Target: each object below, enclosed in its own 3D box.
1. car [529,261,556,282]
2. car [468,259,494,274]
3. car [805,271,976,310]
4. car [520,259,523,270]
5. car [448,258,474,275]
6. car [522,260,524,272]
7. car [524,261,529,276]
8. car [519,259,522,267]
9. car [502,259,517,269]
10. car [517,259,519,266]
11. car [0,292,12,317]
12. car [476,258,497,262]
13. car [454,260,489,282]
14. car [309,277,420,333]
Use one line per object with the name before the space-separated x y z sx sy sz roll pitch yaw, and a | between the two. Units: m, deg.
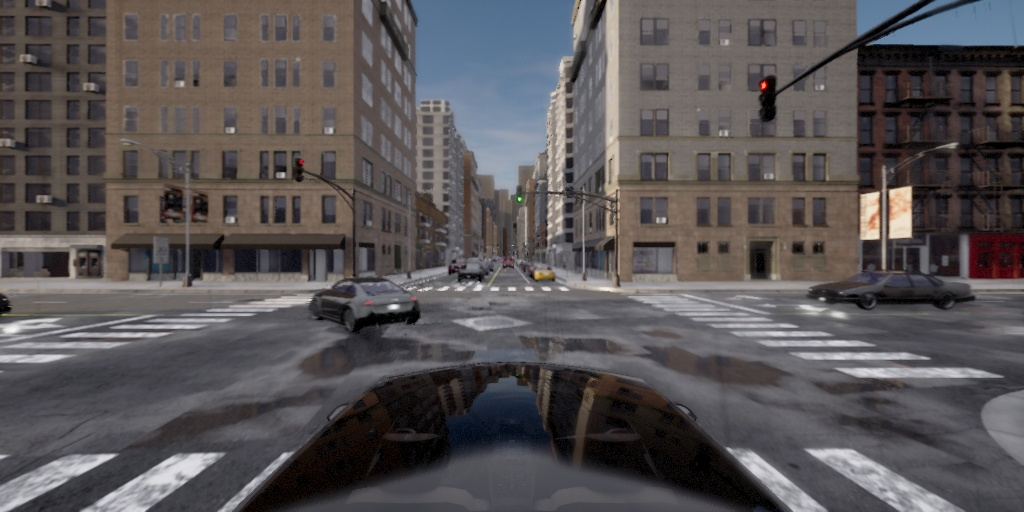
car | 2.648 1.363 30.354 1.751 1.417 4.829 0 0 -1
car | -3.427 1.355 39.530 2.128 1.511 4.902 0 0 -1
car | 15.056 1.333 14.389 5.357 1.411 2.033 0 0 -1
car | 2.423 1.448 46.761 1.948 1.339 4.313 0 0 -1
car | -6.026 1.182 41.119 2.192 1.841 5.009 0 0 -1
car | 2.498 1.418 41.235 2.007 1.370 4.403 0 0 -1
car | 2.574 1.293 35.709 1.967 1.591 4.097 0 0 -1
car | 2.346 1.441 52.287 1.888 1.381 4.507 0 0 -1
car | -0.609 1.514 59.326 1.895 1.301 4.718 0 0 -1
car | 2.271 1.460 57.812 2.007 1.370 4.403 0 0 -1
car | -18.013 1.260 10.551 4.892 1.490 1.837 0 0 -1
car | -3.532 1.382 49.912 2.128 1.511 4.902 0 0 0
car | -3.300 1.314 29.991 1.882 1.535 5.008 0 0 1
car | -4.606 1.341 11.022 4.181 1.385 1.994 0 0 44
